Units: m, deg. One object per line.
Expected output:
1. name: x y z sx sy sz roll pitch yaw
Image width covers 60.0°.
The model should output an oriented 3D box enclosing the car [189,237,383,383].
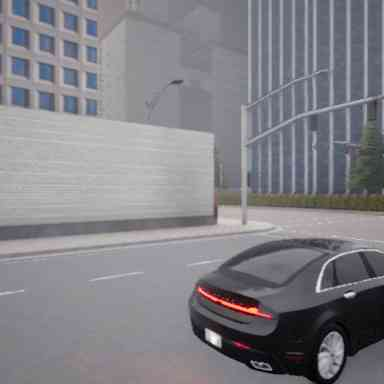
1. car: 2.243 1.509 5.397 4.892 1.490 1.837 0 0 -35
